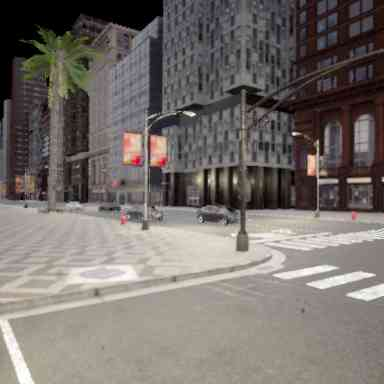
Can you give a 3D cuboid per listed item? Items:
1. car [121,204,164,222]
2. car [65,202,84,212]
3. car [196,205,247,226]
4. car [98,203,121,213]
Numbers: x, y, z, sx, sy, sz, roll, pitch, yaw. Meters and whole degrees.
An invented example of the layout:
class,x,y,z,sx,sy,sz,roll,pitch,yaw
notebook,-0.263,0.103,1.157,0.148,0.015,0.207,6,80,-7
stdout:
class,x,y,z,sx,sy,sz,roll,pitch,yaw
car,-4.261,1.844,29.785,1.837,1.490,4.892,0,-1,-35
car,-17.218,2.146,48.707,1.812,1.442,4.674,0,-1,-34
car,2.215,1.799,26.119,1.837,1.490,4.892,0,-1,-35
car,-11.349,2.161,45.839,1.895,1.301,4.718,0,-1,-34
